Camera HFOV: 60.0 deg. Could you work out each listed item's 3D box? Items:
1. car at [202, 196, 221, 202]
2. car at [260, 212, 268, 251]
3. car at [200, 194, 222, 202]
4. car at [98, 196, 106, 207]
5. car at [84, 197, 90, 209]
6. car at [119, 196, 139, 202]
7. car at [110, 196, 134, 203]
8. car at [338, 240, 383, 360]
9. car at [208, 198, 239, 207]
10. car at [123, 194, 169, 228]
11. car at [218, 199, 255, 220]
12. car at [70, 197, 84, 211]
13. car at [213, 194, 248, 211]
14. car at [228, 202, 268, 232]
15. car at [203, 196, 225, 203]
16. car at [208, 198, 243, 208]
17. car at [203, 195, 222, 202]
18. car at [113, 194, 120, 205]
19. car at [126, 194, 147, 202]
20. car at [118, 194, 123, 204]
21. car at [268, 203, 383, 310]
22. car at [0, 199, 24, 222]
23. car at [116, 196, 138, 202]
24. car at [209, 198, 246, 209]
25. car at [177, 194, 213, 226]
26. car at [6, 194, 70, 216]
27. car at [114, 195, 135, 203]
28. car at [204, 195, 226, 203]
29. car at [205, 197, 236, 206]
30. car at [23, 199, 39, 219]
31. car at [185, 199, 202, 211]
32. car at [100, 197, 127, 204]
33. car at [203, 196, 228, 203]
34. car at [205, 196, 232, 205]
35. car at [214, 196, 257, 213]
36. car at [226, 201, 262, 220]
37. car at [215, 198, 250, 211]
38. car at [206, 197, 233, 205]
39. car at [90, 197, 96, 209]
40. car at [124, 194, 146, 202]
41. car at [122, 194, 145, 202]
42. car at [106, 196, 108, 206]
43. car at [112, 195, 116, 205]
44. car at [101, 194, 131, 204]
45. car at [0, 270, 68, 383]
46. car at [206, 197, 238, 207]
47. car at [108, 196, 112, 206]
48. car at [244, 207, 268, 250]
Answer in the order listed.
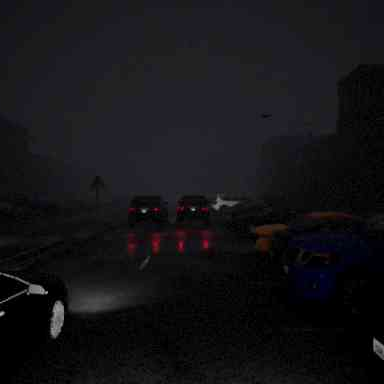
[{"bbox_3d":[4.938,1.793,84.731,4.674,1.452,2.002,0,-1,0],"label":"car"},{"bbox_3d":[4.705,1.491,9.583,4.892,1.521,2.231,0,0,0],"label":"car"},{"bbox_3d":[4.920,1.534,87.509,5.566,2.045,2.435,0,-1,0],"label":"car"},{"bbox_3d":[-15.363,1.531,46.471,5.366,1.575,1.946,0,0,0],"label":"car"},{"bbox_3d":[-15.579,1.550,40.952,4.792,1.488,2.163,0,0,0],"label":"car"},{"bbox_3d":[-15.497,1.779,82.312,4.674,1.452,2.002,0,-1,0],"label":"car"},{"bbox_3d":[-15.540,1.706,74.042,4.792,1.488,2.163,0,0,0],"label":"car"},{"bbox_3d":[4.681,1.515,4.023,4.792,1.488,2.163,0,0,0],"label":"car"},{"bbox_3d":[4.827,1.598,51.386,4.674,1.452,2.002,0,0,0],"label":"car"},{"bbox_3d":[-2.874,1.239,22.664,2.150,2.045,5.566,0,0,0],"label":"car"},{"bbox_3d":[4.718,1.530,26.251,4.792,1.488,2.163,0,0,0],"label":"car"},{"bbox_3d":[-15.734,1.512,38.194,5.366,1.575,1.946,0,0,0],"label":"car"},{"bbox_3d":[4.803,1.259,34.589,5.566,2.045,2.435,0,0,0],"label":"car"},{"bbox_3d":[4.726,1.495,18.038,5.008,1.535,2.097,0,0,0],"label":"car"},{"bbox_3d":[4.918,1.690,76.273,4.892,1.521,2.231,0,0,0],"label":"car"},{"bbox_3d":[4.850,1.577,48.607,4.792,1.488,2.163,0,0,0],"label":"car"},{"bbox_3d":[4.899,1.603,81.954,4.553,1.767,2.185,0,-1,0],"label":"car"},{"bbox_3d":[-15.563,1.606,57.500,4.792,1.488,2.163,0,0,0],"label":"car"},{"bbox_3d":[-15.456,1.636,93.335,5.566,2.045,2.435,0,-1,0],"label":"car"},{"bbox_3d":[-15.498,1.465,60.257,4.553,1.767,2.185,0,0,0],"label":"car"},{"bbox_3d":[4.683,1.236,6.804,5.566,2.045,2.435,0,0,0],"label":"car"},{"bbox_3d":[-15.535,1.509,24.410,5.008,1.535,2.097,0,0,0],"label":"car"},{"bbox_3d":[-15.498,1.715,79.557,5.008,1.535,2.097,0,0,0],"label":"car"},{"bbox_3d":[4.819,1.540,45.828,4.892,1.521,2.231,0,0,0],"label":"car"},{"bbox_3d":[0.130,1.236,23.758,2.150,2.045,5.566,0,-1,1],"label":"car"},{"bbox_3d":[-15.517,1.257,32.682,5.566,2.045,2.435,0,0,0],"label":"car"},{"bbox_3d":[-15.538,1.570,76.801,4.553,1.767,2.185,0,0,0],"label":"car"},{"bbox_3d":[4.866,1.529,70.833,4.553,1.767,2.185,0,0,0],"label":"car"},{"bbox_3d":[4.842,1.581,56.820,5.008,1.535,2.097,0,0,0],"label":"car"},{"bbox_3d":[-15.545,1.547,27.167,4.674,1.452,2.002,0,0,0],"label":"car"},{"bbox_3d":[0.189,1.595,42.091,2.033,1.411,5.357,0,0,0],"label":"car"},{"bbox_3d":[-15.493,1.651,65.769,4.792,1.488,2.163,0,0,0],"label":"car"},{"bbox_3d":[5.088,1.668,73.493,5.366,1.575,1.946,0,0,0],"label":"car"},{"bbox_3d":[4.860,1.609,62.502,4.892,1.521,2.231,0,0,0],"label":"car"},{"bbox_3d":[4.816,1.391,37.402,4.553,1.767,2.185,0,0,0],"label":"car"},{"bbox_3d":[4.758,1.526,20.693,4.792,1.488,2.163,0,0,0],"label":"car"},{"bbox_3d":[4.728,1.532,29.029,4.792,1.488,2.163,0,0,0],"label":"car"},{"bbox_3d":[4.887,1.623,59.724,4.792,1.488,2.163,0,0,0],"label":"car"},{"bbox_3d":[-15.737,1.523,43.709,5.366,1.575,1.946,0,0,0],"label":"car"},{"bbox_3d":[-15.460,1.587,90.582,5.566,2.045,2.435,0,-1,0],"label":"car"},{"bbox_3d":[-15.464,1.549,87.825,5.566,2.045,2.435,0,-1,0],"label":"car"},{"bbox_3d":[-15.516,1.573,49.229,4.792,1.488,2.163,0,0,0],"label":"car"},{"bbox_3d":[-15.535,1.604,54.706,4.674,1.452,2.002,0,0,0],"label":"car"},{"bbox_3d":[-15.547,1.388,68.530,5.566,2.045,2.435,0,0,0],"label":"car"},{"bbox_3d":[-2.900,1.509,3.449,1.837,1.490,4.892,0,0,0],"label":"car"},{"bbox_3d":[4.845,1.569,54.040,4.892,1.521,2.231,0,0,0],"label":"car"},{"bbox_3d":[-15.512,1.582,51.984,4.792,1.488,2.163,0,0,0],"label":"car"},{"bbox_3d":[4.718,1.492,12.362,5.008,1.535,2.097,0,0,0],"label":"car"}]
